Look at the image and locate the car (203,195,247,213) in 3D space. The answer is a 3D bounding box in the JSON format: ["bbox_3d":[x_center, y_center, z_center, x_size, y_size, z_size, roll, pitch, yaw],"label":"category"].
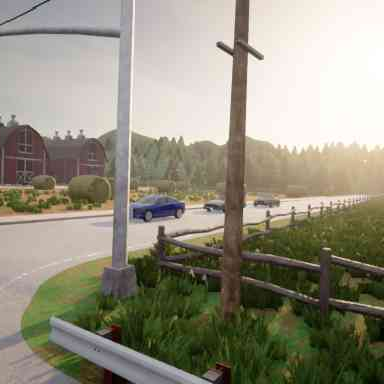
[{"bbox_3d":[3.063,0.997,29.461,2.033,1.411,5.357,3,2,33],"label":"car"}]

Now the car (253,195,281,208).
[{"bbox_3d":[8.582,0.997,37.814,1.994,1.385,4.181,3,2,33],"label":"car"}]

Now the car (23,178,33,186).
[{"bbox_3d":[-38.908,-2.329,79.373,1.905,1.878,3.866,8,2,-13],"label":"car"}]

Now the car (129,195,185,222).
[{"bbox_3d":[-2.379,0.943,21.201,1.882,1.535,5.008,3,2,33],"label":"car"}]
